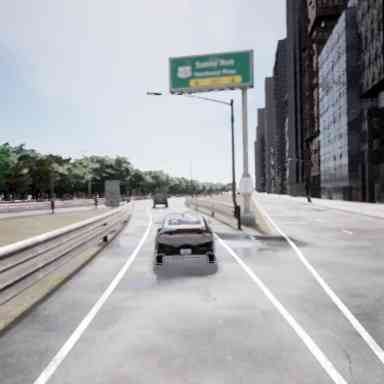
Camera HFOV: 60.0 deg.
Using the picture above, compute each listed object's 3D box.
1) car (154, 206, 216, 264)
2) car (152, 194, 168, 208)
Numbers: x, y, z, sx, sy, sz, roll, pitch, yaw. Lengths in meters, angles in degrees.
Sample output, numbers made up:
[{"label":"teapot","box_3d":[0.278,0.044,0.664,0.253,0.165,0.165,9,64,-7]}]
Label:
[{"label":"car","box_3d":[-0.295,1.450,11.714,2.128,1.511,4.902,-1,0,-3]},{"label":"car","box_3d":[-4.668,1.269,49.291,2.150,2.045,5.566,-1,0,-6]}]
